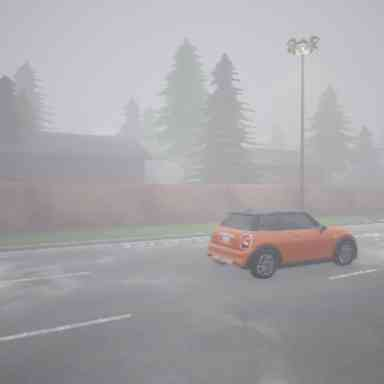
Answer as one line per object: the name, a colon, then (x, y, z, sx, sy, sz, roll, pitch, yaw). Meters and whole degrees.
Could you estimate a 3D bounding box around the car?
car: (2.767, 1.287, 9.924, 4.553, 1.767, 2.097, 0, 0, -29)
